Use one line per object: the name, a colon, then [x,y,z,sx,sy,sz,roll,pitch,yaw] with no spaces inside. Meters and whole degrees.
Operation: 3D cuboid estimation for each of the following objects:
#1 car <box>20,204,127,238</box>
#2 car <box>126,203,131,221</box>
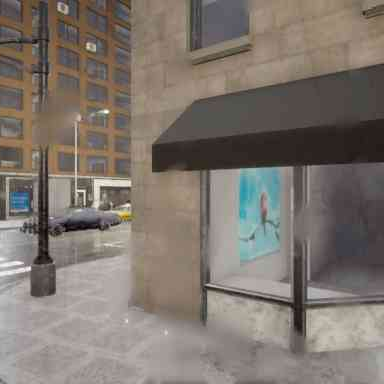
car: [-6.433,1.562,18.348,2.033,1.411,5.357,0,0,36]
car: [-4.935,1.548,24.720,1.752,1.417,4.829,0,0,36]
